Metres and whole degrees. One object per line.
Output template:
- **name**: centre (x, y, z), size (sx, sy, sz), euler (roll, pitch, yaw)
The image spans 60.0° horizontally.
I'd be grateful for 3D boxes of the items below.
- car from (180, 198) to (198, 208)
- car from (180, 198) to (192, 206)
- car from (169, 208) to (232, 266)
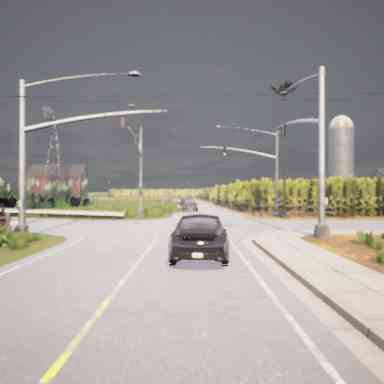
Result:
- **car**: centre (-0.283, 1.638, 39.723), size (1.812, 1.442, 4.674), euler (0, 0, -3)
- **car**: centre (-1.148, 1.714, 58.904), size (1.994, 1.385, 4.181), euler (0, 0, -2)
- **car**: centre (0.316, 1.528, 11.695), size (1.837, 1.490, 4.892), euler (0, 0, 4)
